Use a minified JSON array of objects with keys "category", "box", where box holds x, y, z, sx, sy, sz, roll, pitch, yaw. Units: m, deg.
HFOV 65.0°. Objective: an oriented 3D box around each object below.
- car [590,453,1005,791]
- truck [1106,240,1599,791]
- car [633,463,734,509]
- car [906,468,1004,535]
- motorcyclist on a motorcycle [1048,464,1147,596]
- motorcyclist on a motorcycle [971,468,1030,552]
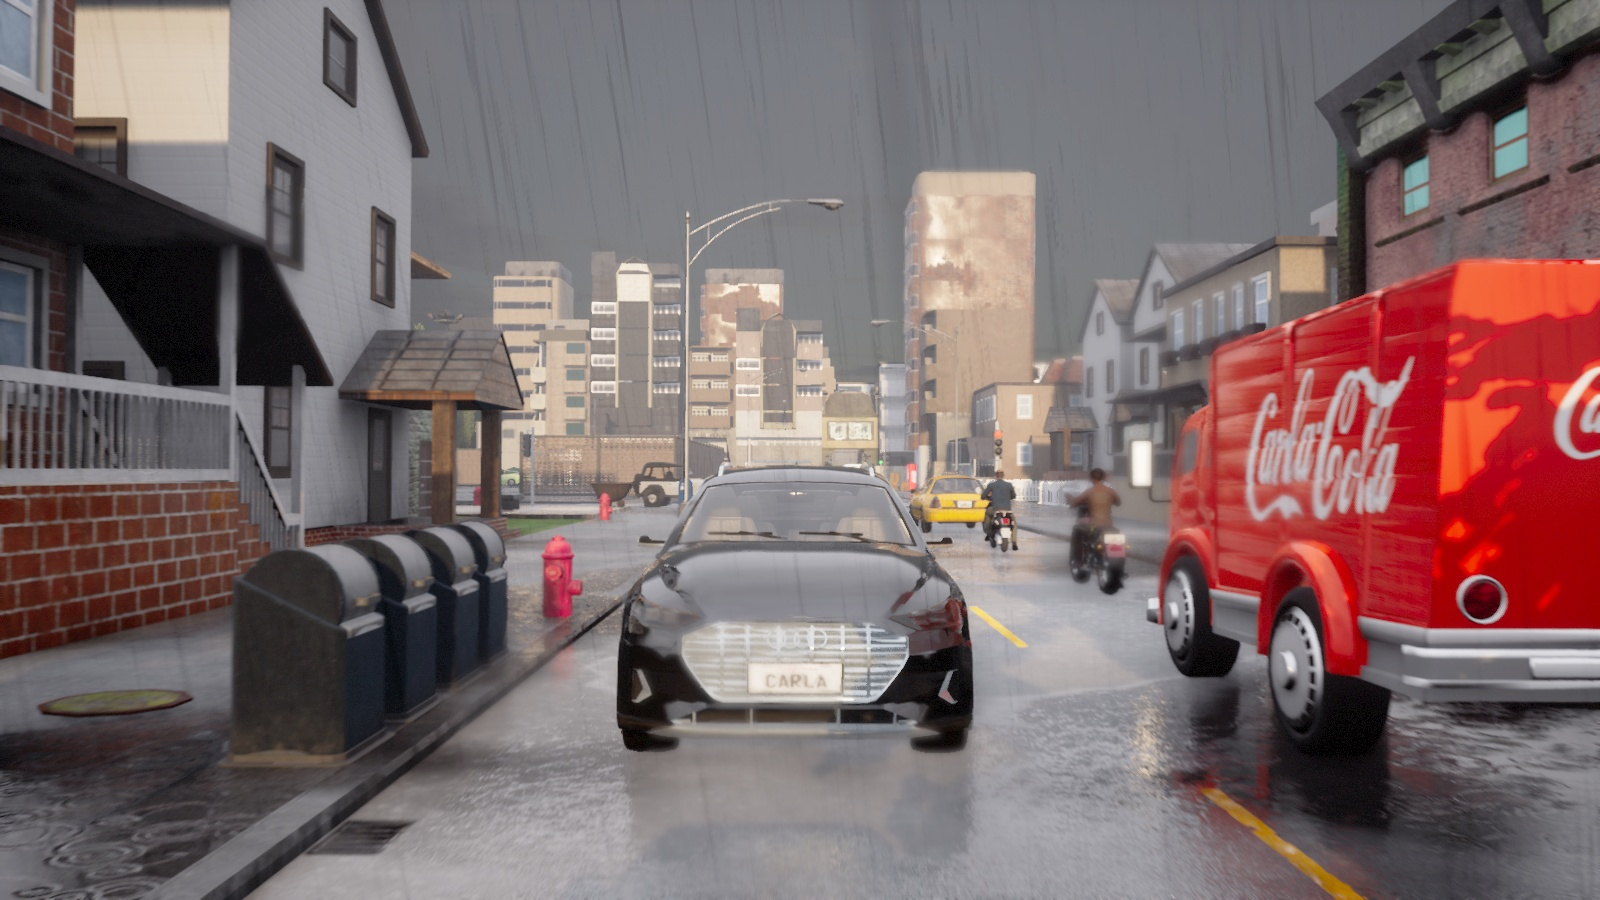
[{"category":"car","box":[-0.021,0.885,8.591,2.033,1.649,4.856,0,-1,0]},{"category":"truck","box":[3.979,0.415,8.235,2.627,2.467,5.204,0,-3,0]},{"category":"car","box":[-4.753,1.471,51.568,3.866,1.878,1.905,0,-1,6]},{"category":"car","box":[3.934,1.271,32.687,1.801,1.575,5.366,0,-1,-1]},{"category":"motorcyclist on a motorcycle","box":[3.960,1.025,16.915,0.766,1.649,2.350,0,-1,0]},{"category":"motorcyclist on a motorcycle","box":[3.943,1.158,24.887,0.866,1.590,1.817,0,-1,0]}]
